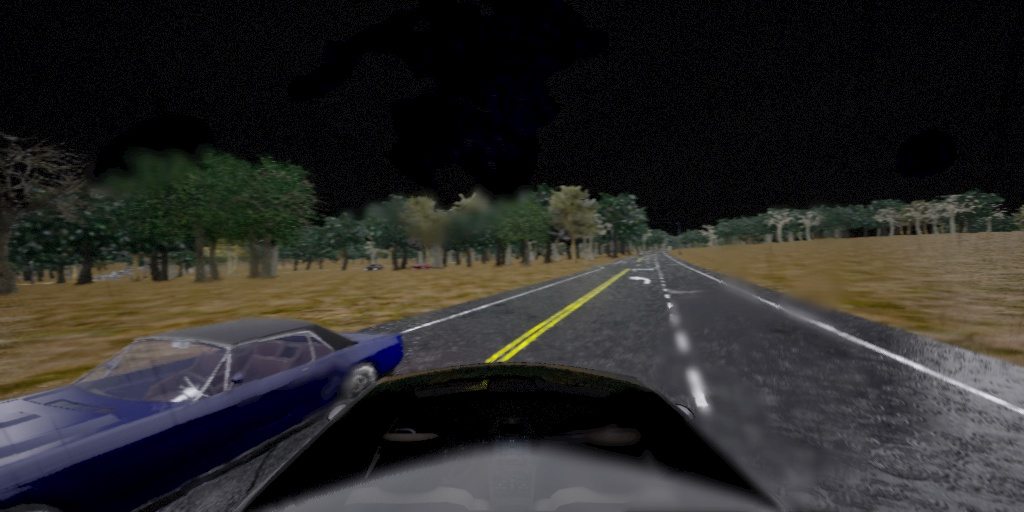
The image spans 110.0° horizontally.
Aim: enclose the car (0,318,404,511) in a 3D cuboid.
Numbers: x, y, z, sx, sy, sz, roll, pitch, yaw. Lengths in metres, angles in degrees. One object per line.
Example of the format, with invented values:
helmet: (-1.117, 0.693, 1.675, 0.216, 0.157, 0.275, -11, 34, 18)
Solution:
car: (-3.219, 1.431, 3.660, 1.895, 1.301, 4.718, -1, 0, 17)
